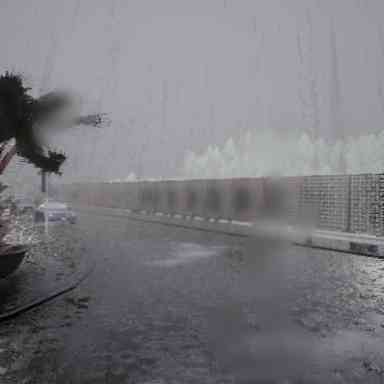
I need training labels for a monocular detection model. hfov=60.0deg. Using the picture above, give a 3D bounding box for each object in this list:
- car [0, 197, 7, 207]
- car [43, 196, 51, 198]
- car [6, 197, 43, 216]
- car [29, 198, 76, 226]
[{"bbox_3d":[-21.325,1.293,38.455,1.994,1.385,4.181,1,0,-37],"label":"car"},{"bbox_3d":[-18.529,1.284,41.683,1.812,1.442,4.674,1,0,-37],"label":"car"},{"bbox_3d":[-15.359,1.366,30.485,1.994,1.385,4.181,1,0,-37],"label":"car"},{"bbox_3d":[-9.370,1.400,22.548,1.812,1.442,4.674,1,0,-37],"label":"car"}]
